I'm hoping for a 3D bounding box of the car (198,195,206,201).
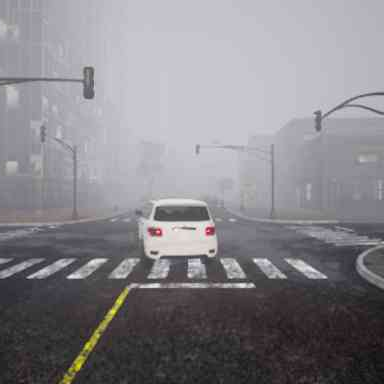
[{"bbox_3d":[2.746,1.555,93.175,1.967,1.590,4.097,1,0,0],"label":"car"}]

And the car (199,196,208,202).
[{"bbox_3d":[2.739,1.668,81.828,1.947,1.339,4.313,1,0,0],"label":"car"}]

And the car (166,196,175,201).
[{"bbox_3d":[-5.638,1.658,87.466,2.008,1.369,4.403,1,0,0],"label":"car"}]

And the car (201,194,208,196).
[{"bbox_3d":[2.729,1.377,47.784,2.192,1.841,5.009,1,0,0],"label":"car"}]

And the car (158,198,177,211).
[{"bbox_3d":[-3.072,1.547,43.047,2.128,1.511,4.902,0,0,0],"label":"car"}]

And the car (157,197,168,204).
[{"bbox_3d":[-5.648,1.663,64.770,1.802,1.307,4.206,1,0,0],"label":"car"}]

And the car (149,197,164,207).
[{"bbox_3d":[-5.652,1.593,53.253,1.752,1.417,4.829,1,0,0],"label":"car"}]

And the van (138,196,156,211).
[{"bbox_3d":[-5.654,1.395,42.075,1.690,1.788,3.998,1,0,0],"label":"van"}]

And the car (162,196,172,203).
[{"bbox_3d":[-5.643,1.660,76.118,1.947,1.339,4.313,1,0,0],"label":"car"}]

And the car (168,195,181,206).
[{"bbox_3d":[-3.030,1.426,58.437,2.097,1.767,4.553,0,0,1],"label":"car"}]

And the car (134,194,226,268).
[{"bbox_3d":[-0.754,1.240,11.674,2.150,2.045,5.566,1,0,-12],"label":"car"}]

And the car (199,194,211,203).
[{"bbox_3d":[2.739,1.404,70.480,2.192,1.841,5.009,1,0,0],"label":"car"}]

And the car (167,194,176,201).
[{"bbox_3d":[-5.631,1.429,93.141,2.192,1.841,5.009,1,0,0],"label":"car"}]

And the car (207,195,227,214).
[{"bbox_3d":[2.721,1.488,36.436,1.967,1.590,4.097,1,0,0],"label":"car"}]

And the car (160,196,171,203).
[{"bbox_3d":[-5.646,1.654,70.445,1.947,1.339,4.313,1,0,0],"label":"car"}]
